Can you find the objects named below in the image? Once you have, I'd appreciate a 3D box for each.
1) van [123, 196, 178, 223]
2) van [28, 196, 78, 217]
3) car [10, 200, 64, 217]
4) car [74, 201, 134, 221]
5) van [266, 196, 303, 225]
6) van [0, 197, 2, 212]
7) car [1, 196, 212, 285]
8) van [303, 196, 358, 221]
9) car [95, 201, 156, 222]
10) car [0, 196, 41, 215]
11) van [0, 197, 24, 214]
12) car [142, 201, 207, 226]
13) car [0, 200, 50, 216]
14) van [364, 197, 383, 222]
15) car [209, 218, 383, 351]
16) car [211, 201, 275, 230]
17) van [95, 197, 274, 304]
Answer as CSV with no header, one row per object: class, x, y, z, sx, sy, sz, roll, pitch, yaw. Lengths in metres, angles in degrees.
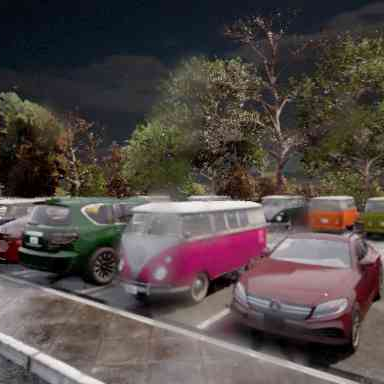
van,-3.225,1.323,26.777,1.878,1.987,4.442,-1,0,36
van,-14.488,1.484,34.838,1.878,1.987,4.442,-1,0,36
car,-16.810,1.743,36.349,2.231,1.521,4.892,-1,0,36
car,-7.799,1.613,29.901,2.097,1.535,5.008,-1,0,36
van,5.527,1.211,20.225,1.878,1.987,4.442,0,0,36
van,-6.602,1.262,12.821,1.878,1.987,4.442,-1,0,36
car,-2.016,1.187,9.717,2.435,2.045,5.566,0,0,36
van,8.023,1.224,18.725,1.878,1.987,4.442,0,0,36
car,-5.547,1.582,28.288,2.231,1.521,4.892,-1,0,36
car,-21.295,1.563,39.601,2.435,2.045,5.566,-1,-1,36
van,-23.593,1.639,41.357,1.878,1.987,4.442,-1,-1,36
car,-1.145,1.513,24.917,1.946,1.575,5.366,-1,0,36
car,-19.164,1.773,37.815,1.946,1.575,5.366,-1,-1,36
van,10.174,1.235,17.186,1.878,1.987,4.442,0,0,36
car,2.483,1.503,6.465,2.002,1.452,4.674,0,0,36
car,3.469,1.452,21.848,2.097,1.535,5.008,-1,0,36
van,0.157,1.225,7.983,1.878,1.987,4.442,0,0,36
